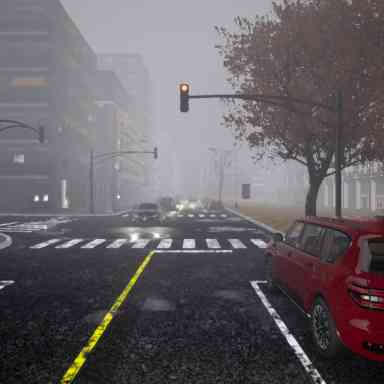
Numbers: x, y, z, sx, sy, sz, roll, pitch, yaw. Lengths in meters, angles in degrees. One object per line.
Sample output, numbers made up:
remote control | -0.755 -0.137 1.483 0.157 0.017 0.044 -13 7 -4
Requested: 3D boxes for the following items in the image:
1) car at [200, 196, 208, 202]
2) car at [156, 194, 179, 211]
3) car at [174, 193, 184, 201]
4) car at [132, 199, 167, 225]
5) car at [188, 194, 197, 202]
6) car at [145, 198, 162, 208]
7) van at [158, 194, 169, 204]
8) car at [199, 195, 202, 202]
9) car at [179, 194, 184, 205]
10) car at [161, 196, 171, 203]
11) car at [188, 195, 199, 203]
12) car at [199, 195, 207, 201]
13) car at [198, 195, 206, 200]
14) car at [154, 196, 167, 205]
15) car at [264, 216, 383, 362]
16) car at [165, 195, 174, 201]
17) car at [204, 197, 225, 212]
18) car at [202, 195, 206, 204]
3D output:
car | 2.797 1.583 77.168 1.752 1.417 4.829 0 0 0
car | -3.043 1.366 40.748 2.097 1.767 4.553 0 0 0
car | -2.898 1.140 74.228 2.097 1.767 4.553 0 0 0
car | -3.068 1.508 23.954 1.837 1.490 4.892 0 0 0
car | 0.111 1.416 79.366 2.097 1.767 4.553 0 0 0
car | -5.621 1.573 49.346 2.008 1.369 4.403 0 0 0
van | -5.598 1.384 65.945 1.690 1.788 3.998 0 0 0
car | 2.782 1.625 65.932 1.802 1.307 4.206 0 0 0
car | -3.003 1.580 57.928 2.033 1.411 5.357 0 0 0
car | -5.590 1.632 71.476 1.802 1.307 4.206 0 0 0
car | 0.194 1.648 69.299 1.895 1.301 4.718 0 0 0
car | 2.813 1.620 88.063 1.887 1.381 4.507 0 0 0
car | 2.820 1.637 93.596 2.008 1.369 4.403 0 0 0
car | -5.606 1.476 60.412 1.967 1.590 4.097 0 0 0
car | 2.700 1.315 5.881 2.192 1.841 5.009 0 0 0
car | -5.576 1.506 82.542 1.967 1.590 4.097 0 0 0
car | 2.744 1.557 38.269 1.887 1.381 4.507 0 0 0
car | 2.759 1.548 49.504 1.752 1.417 4.829 0 0 0
